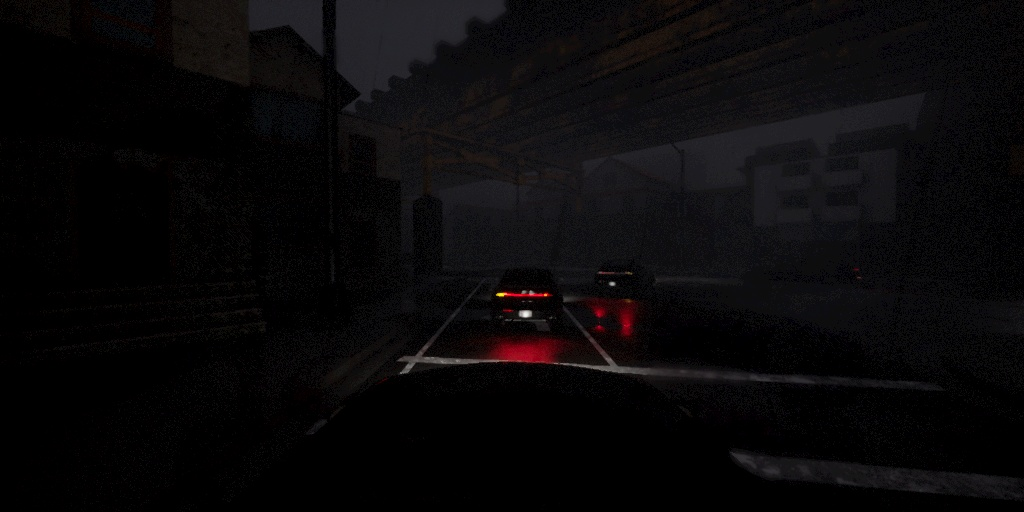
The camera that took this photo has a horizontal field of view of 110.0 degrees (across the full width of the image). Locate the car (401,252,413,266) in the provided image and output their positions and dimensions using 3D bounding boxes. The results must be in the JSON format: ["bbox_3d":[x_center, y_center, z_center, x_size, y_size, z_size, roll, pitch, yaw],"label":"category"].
[{"bbox_3d":[-11.156,0.346,40.482,1.837,1.490,4.892,-1,2,-44],"label":"car"}]

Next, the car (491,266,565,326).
[{"bbox_3d":[0.501,1.043,10.737,1.837,1.490,4.892,0,1,4],"label":"car"}]

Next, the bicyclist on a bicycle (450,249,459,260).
[{"bbox_3d":[-8.498,-0.158,53.401,1.656,1.620,0.582,-2,2,-45],"label":"bicyclist on a bicycle"}]

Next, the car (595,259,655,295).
[{"bbox_3d":[5.384,0.883,16.981,2.128,1.511,4.902,0,1,30],"label":"car"}]

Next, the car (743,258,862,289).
[{"bbox_3d":[15.187,0.835,19.062,2.128,1.511,4.902,-1,2,-45],"label":"car"}]
